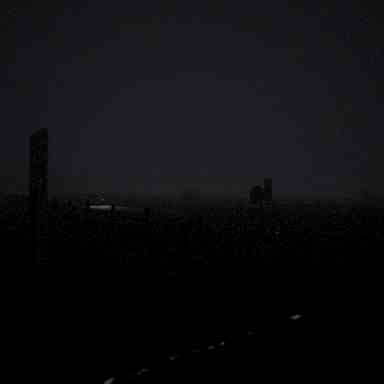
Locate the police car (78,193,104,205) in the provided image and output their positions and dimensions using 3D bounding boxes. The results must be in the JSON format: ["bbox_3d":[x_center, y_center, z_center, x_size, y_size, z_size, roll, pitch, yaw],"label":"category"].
[{"bbox_3d":[-12.684,0.889,41.869,2.038,1.542,4.974,1,0,-35],"label":"police car"}]
